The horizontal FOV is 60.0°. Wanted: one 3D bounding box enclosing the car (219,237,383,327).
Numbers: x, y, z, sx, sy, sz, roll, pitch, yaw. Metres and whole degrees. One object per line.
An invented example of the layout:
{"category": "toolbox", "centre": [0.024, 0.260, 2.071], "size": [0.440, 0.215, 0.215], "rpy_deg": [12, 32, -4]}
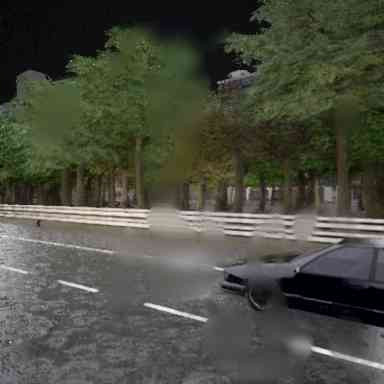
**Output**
{"category": "car", "centre": [3.170, 1.549, 5.905], "size": [5.357, 1.411, 2.033], "rpy_deg": [0, 0, 36]}
